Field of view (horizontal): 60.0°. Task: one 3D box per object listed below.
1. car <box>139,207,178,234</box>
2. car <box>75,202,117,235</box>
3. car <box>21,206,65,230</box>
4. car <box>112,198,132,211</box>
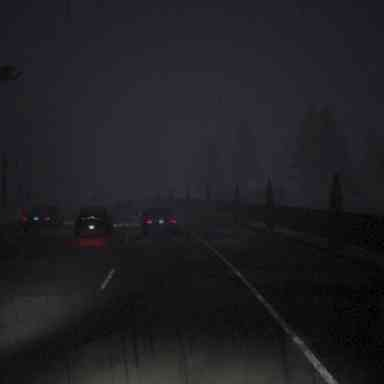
[{"bbox_3d":[-2.020,1.570,19.337,2.033,1.411,5.357,0,0,-11],"label":"car"},{"bbox_3d":[-5.559,1.536,19.257,1.837,1.490,4.892,0,0,-11],"label":"car"},{"bbox_3d":[-9.553,1.591,21.612,2.033,1.411,5.357,0,0,-13],"label":"car"},{"bbox_3d":[-8.806,1.537,41.622,1.882,1.535,5.008,0,0,-22],"label":"car"}]
